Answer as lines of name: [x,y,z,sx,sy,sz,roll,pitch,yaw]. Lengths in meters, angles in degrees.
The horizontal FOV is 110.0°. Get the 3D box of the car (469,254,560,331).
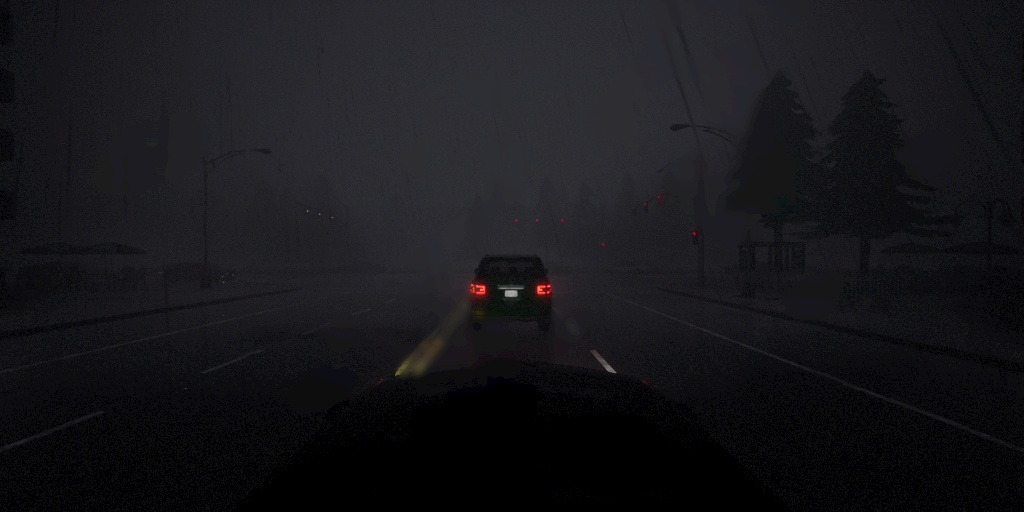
car: [-0.020,0.971,11.086,2.150,2.045,5.566,0,0,0]

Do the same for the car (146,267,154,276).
car: [-27.767,1.242,30.610,5.357,1.411,2.033,0,0,-2]

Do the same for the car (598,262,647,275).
car: [11.669,1.295,38.173,4.718,1.301,1.895,0,0,0]

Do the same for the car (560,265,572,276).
car: [3.078,1.253,34.597,5.357,1.411,2.033,0,0,0]

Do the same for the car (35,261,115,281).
car: [-33.003,1.172,26.973,5.008,1.535,1.882,0,0,-2]

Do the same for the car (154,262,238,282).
car: [-23.535,1.199,27.150,4.892,1.490,1.837,0,0,-1]

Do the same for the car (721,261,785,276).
car: [22.947,1.185,34.737,4.902,1.511,2.128,0,0,0]

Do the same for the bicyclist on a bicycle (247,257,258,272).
bicyclist on a bicycle: [-30.097,0.995,41.602,0.582,1.620,1.656,0,0,0]

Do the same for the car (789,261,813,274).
car: [29.402,1.220,38.219,4.674,1.442,1.812,0,0,1]

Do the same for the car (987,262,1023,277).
car: [47.324,1.242,32.554,5.357,1.411,2.033,0,0,19]

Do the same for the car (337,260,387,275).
car: [-15.832,1.172,37.940,5.008,1.535,1.882,0,0,0]
